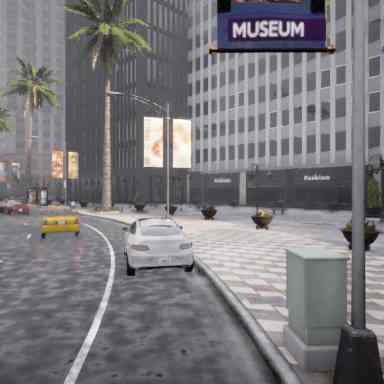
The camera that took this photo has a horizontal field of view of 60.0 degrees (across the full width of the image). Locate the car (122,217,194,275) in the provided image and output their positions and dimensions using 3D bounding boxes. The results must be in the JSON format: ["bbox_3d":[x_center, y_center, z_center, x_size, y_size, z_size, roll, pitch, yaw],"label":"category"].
[{"bbox_3d":[-1.175,1.524,10.451,1.812,1.442,4.674,0,0,-13],"label":"car"}]

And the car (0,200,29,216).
[{"bbox_3d":[-17.676,1.508,33.008,1.812,1.442,4.674,0,0,-42],"label":"car"}]

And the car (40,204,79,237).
[{"bbox_3d":[-7.202,1.449,18.106,1.801,1.575,5.366,0,0,-23],"label":"car"}]
